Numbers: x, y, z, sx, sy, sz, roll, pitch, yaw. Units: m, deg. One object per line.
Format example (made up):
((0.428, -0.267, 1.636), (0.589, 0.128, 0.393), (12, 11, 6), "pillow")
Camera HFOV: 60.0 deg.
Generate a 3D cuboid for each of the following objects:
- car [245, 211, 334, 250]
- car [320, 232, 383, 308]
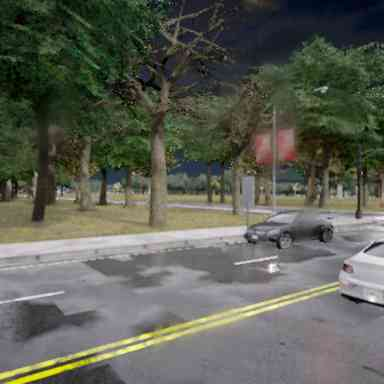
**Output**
((4.432, 1.571, 14.734), (4.674, 1.442, 1.812), (1, 0, -35), "car")
((4.922, 1.555, 6.954), (4.674, 1.442, 1.812), (0, 0, -36), "car")
